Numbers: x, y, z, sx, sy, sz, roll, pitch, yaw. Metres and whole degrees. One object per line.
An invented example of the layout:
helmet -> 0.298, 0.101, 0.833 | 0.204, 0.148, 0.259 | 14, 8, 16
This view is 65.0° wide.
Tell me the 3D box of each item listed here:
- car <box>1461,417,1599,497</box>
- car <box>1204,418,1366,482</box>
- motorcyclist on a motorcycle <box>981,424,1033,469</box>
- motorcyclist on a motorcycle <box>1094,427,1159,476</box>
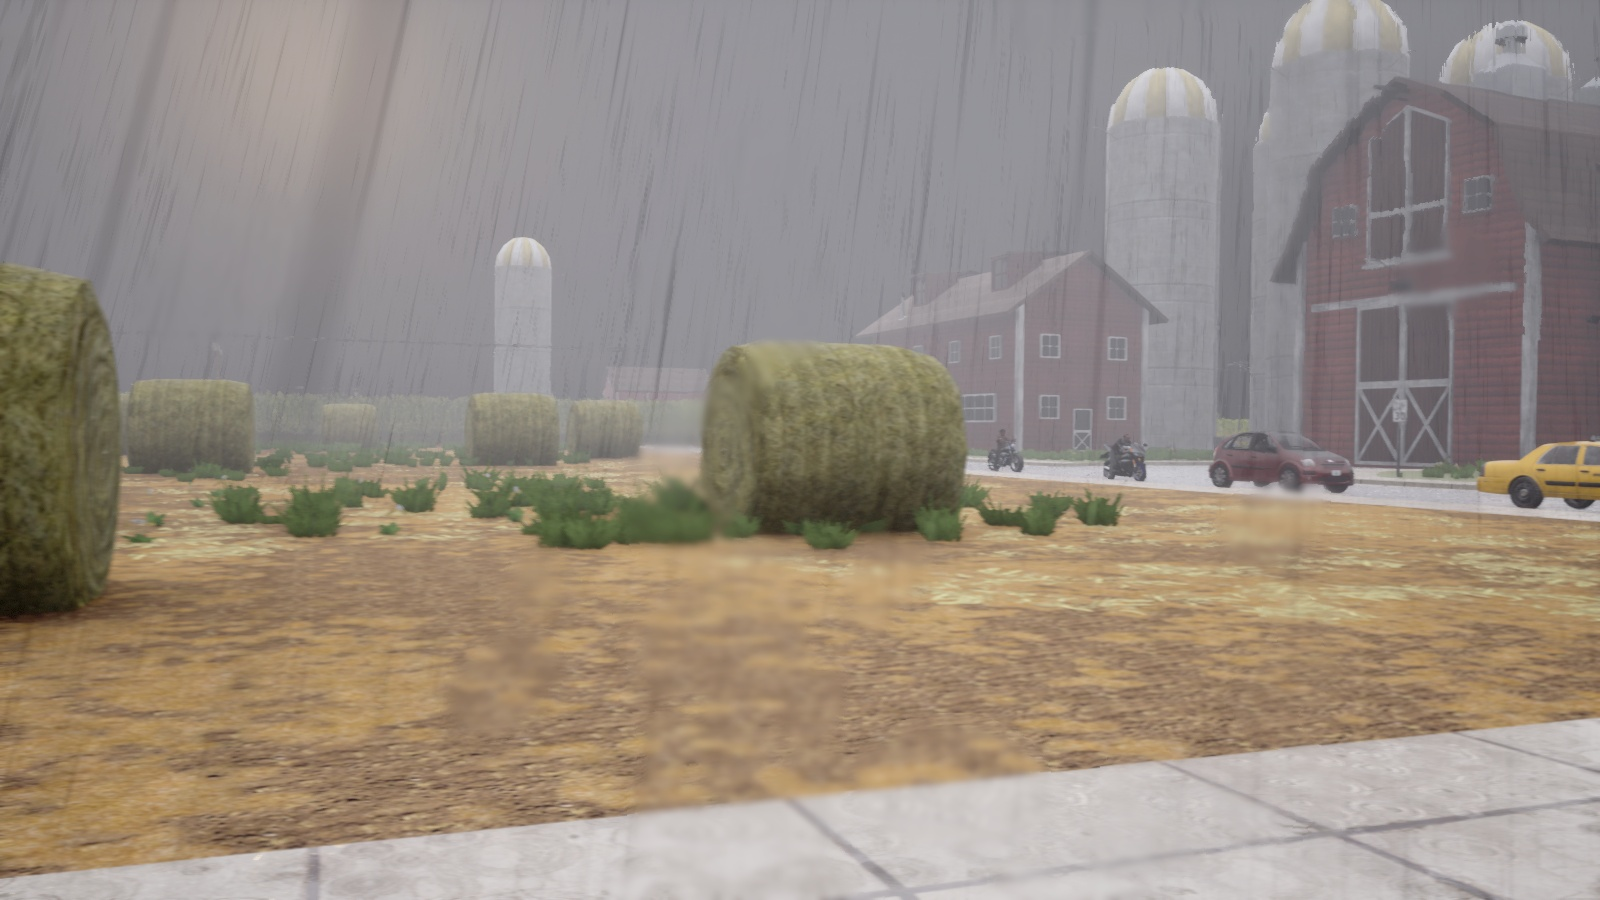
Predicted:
car -> 16.412, 0.114, 25.511 | 1.801, 1.575, 5.366 | -1, 1, -22
car -> 13.024, -0.024, 33.968 | 1.851, 1.617, 3.988 | -1, 1, -22
motorcyclist on a motorcycle -> 7.746, -0.148, 47.133 | 0.766, 1.649, 2.350 | -1, 1, -22
motorcyclist on a motorcycle -> 10.471, 0.036, 40.343 | 0.866, 1.530, 2.191 | -1, 1, -22
